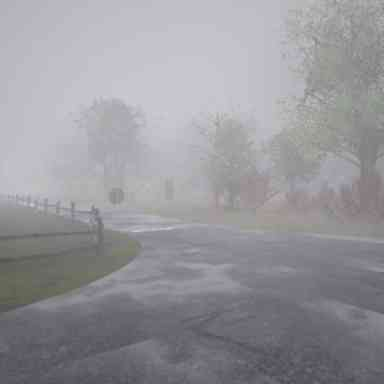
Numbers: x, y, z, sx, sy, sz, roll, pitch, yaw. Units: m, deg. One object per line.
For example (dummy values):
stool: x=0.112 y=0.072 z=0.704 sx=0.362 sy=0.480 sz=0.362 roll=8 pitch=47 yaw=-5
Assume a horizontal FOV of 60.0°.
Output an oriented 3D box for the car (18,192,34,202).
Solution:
car: x=-25.635 y=0.790 z=51.265 sx=1.812 sy=1.442 sz=4.674 roll=0 pitch=1 yaw=-36
